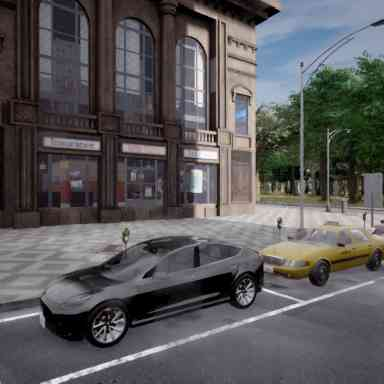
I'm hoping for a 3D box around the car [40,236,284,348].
[{"bbox_3d":[-0.494,1.566,6.301,4.313,1.339,1.947,0,0,-36],"label":"car"}]

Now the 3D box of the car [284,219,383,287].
[{"bbox_3d":[3.793,1.526,9.363,4.829,1.417,1.752,0,0,-36],"label":"car"}]
